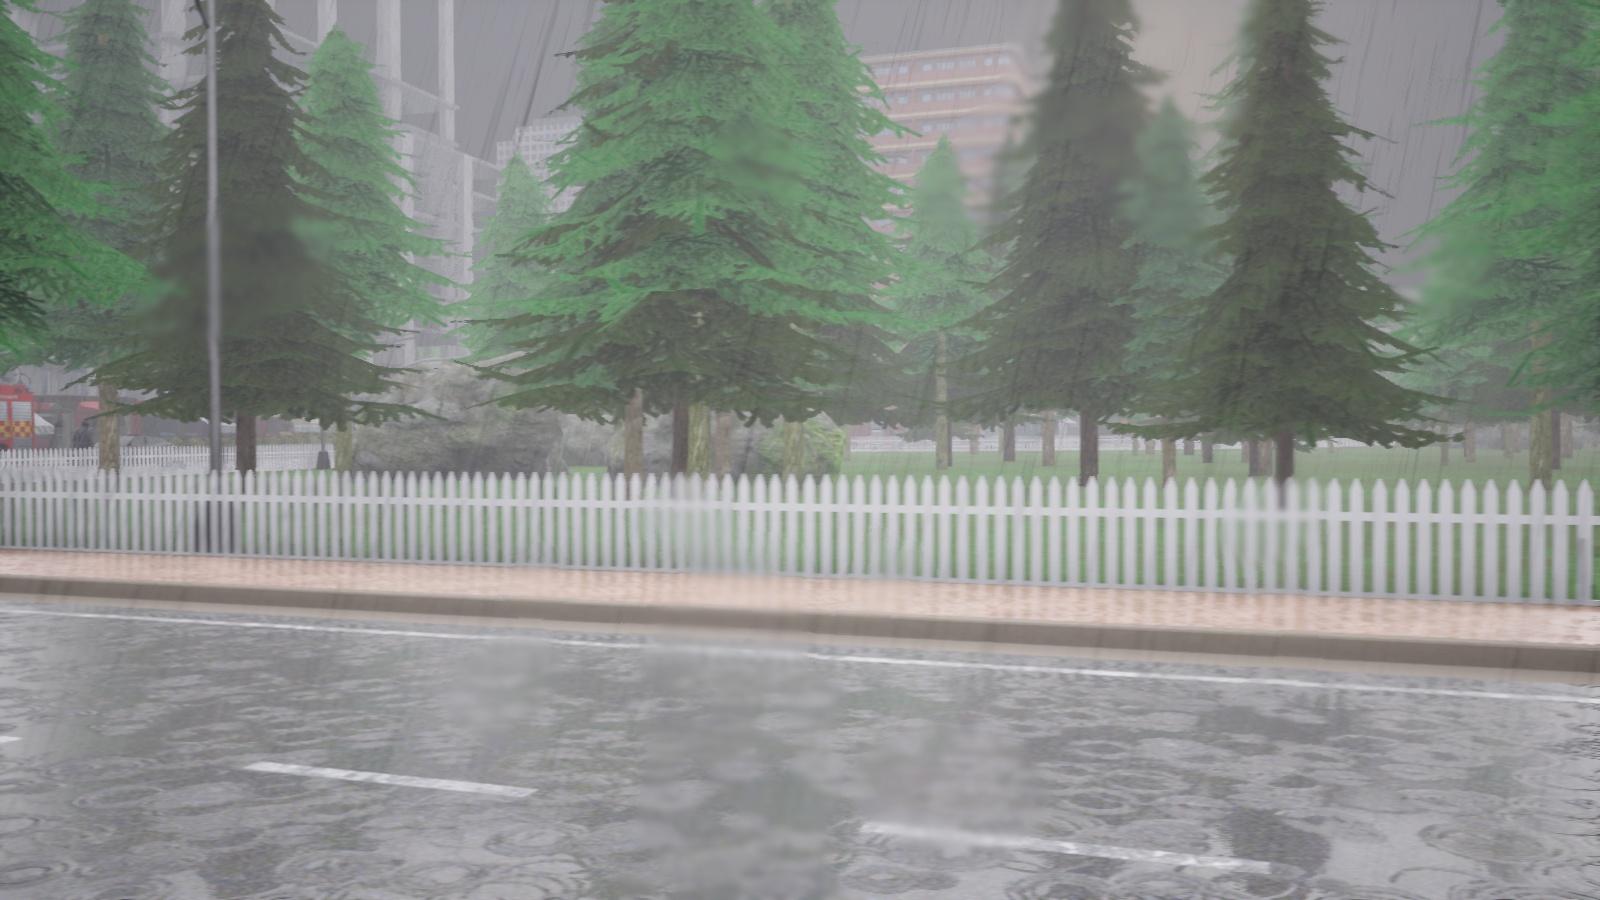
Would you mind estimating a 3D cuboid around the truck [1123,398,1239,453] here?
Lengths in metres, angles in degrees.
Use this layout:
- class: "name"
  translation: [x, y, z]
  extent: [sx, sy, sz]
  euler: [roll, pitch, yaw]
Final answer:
- class: "truck"
  translation: [27.845, -1.758, 91.756]
  extent: [8.468, 3.827, 2.891]
  euler: [0, 1, -27]

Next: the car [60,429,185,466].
- class: "car"
  translation: [-28.988, -0.147, 53.947]
  extent: [2.163, 1.488, 4.792]
  euler: [0, 1, 11]

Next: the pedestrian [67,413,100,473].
- class: "pedestrian"
  translation: [-22.074, -0.218, 38.702]
  extent: [0.540, 1.848, 0.694]
  euler: [0, 1, 17]

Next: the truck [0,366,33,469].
- class: "truck"
  translation: [-31.871, -1.166, 44.208]
  extent: [2.891, 3.827, 8.468]
  euler: [0, 1, 17]
